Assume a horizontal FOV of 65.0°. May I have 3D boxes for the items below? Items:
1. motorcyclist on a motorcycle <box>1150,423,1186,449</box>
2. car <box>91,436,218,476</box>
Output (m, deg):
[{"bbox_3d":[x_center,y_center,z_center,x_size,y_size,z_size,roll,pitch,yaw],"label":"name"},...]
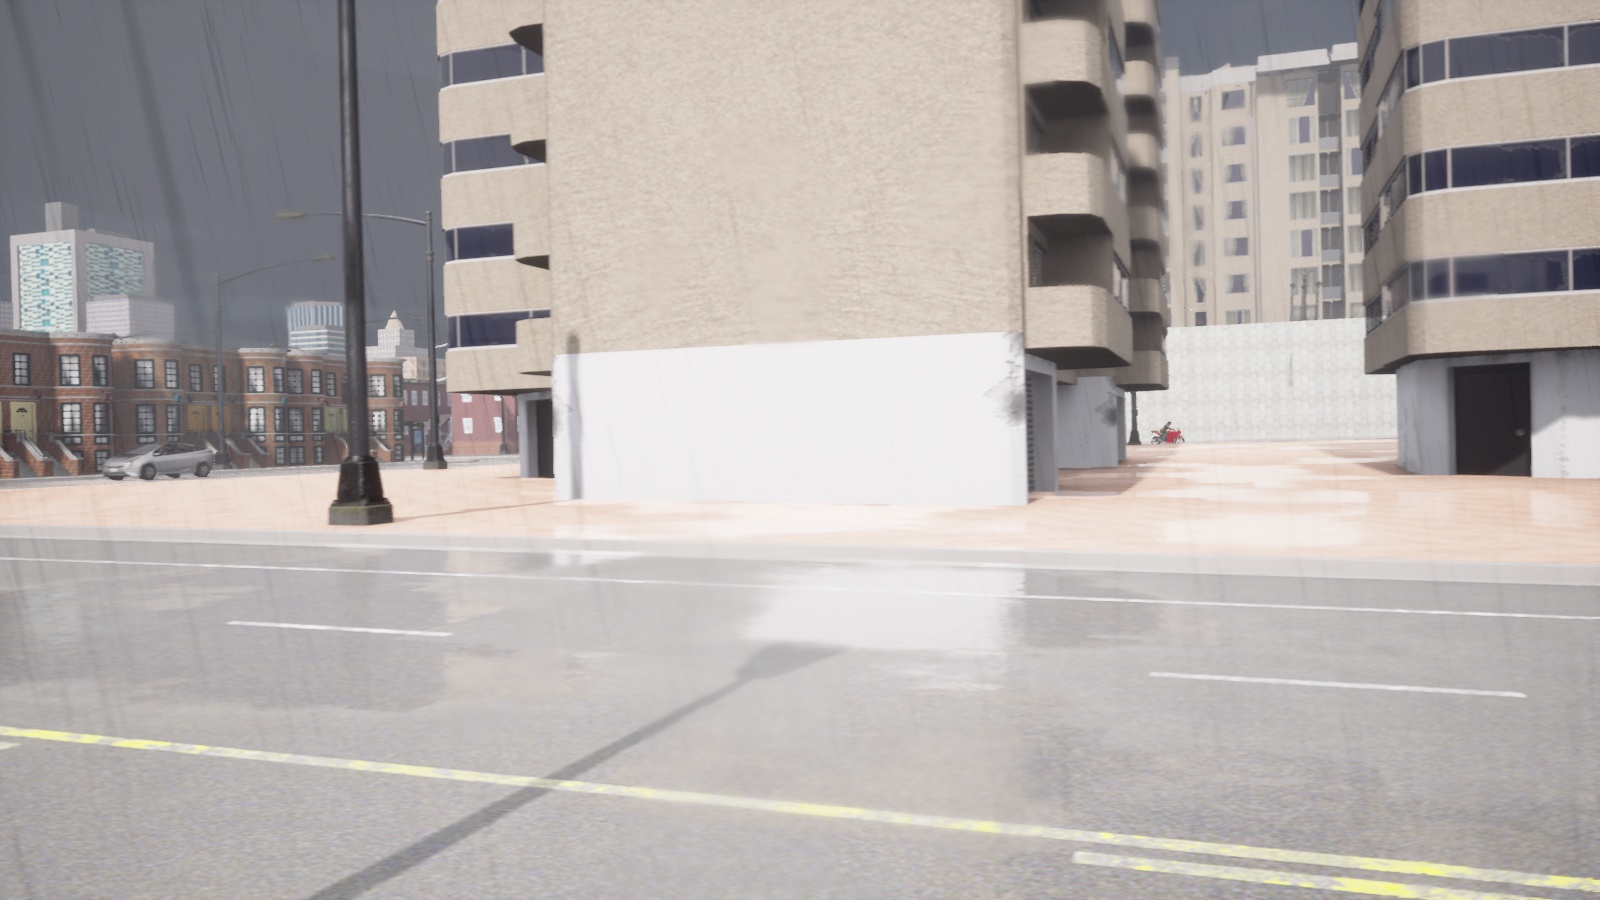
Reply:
[{"bbox_3d":[22.418,-0.841,76.496,2.044,1.523,0.797,-1,1,20],"label":"motorcyclist on a motorcycle"},{"bbox_3d":[-26.667,0.224,52.056,2.007,1.525,4.514,-1,1,20],"label":"car"}]
